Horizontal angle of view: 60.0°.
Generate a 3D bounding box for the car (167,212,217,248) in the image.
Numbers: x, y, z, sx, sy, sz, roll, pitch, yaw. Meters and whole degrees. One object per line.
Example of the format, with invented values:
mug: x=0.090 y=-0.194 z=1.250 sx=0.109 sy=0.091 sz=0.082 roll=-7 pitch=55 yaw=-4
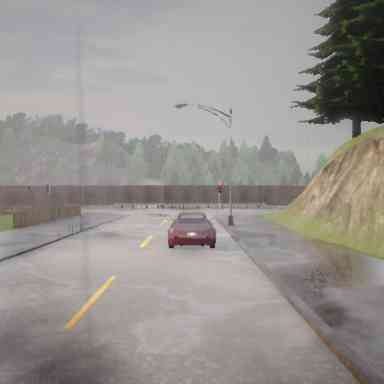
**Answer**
car: x=0.000 y=1.570 z=14.650 sx=1.994 sy=1.385 sz=4.181 roll=0 pitch=0 yaw=0
